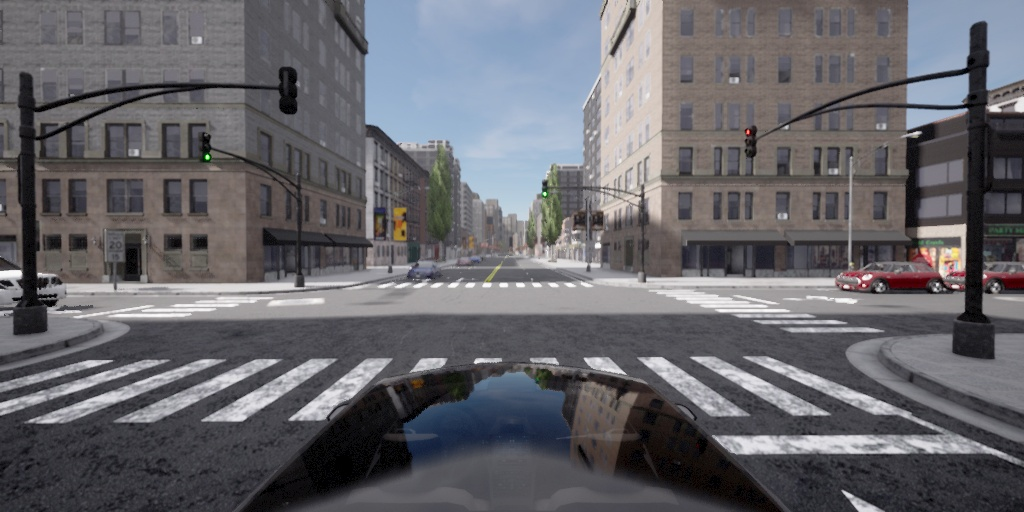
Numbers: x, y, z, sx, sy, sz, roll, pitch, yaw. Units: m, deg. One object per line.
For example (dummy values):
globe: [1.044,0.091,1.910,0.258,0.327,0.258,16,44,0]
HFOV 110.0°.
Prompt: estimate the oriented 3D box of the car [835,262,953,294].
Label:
car: [18.830,1.018,18.068,4.097,1.591,1.967,0,0,0]

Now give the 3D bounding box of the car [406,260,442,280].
car: [-6.633,1.077,27.570,1.812,1.442,4.674,0,2,0]

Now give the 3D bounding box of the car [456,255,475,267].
car: [-6.762,0.850,50.978,1.812,1.442,4.674,0,2,0]

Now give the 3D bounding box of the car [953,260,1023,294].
car: [24.341,1.018,18.070,4.097,1.591,1.967,0,0,0]

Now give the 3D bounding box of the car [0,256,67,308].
car: [-18.915,0.906,12.204,5.566,2.045,2.150,0,1,0]
